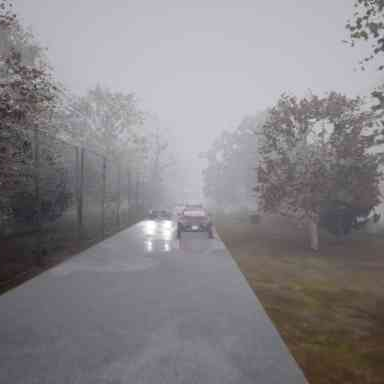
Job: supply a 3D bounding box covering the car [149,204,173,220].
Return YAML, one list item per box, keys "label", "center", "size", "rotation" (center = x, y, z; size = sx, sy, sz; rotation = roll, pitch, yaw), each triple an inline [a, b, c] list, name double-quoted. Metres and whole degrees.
- label: "car"
  center: [-2.759, 1.769, 30.359]
  size: [1.895, 1.301, 4.718]
  rotation: [0, -1, 0]

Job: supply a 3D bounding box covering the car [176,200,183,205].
- label: "car"
  center: [-2.344, 2.438, 70.797]
  size: [2.033, 1.411, 5.357]
  rotation: [0, -1, 1]

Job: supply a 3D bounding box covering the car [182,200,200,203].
- label: "car"
  center: [0.226, 1.758, 36.748]
  size: [1.882, 1.535, 5.008]
  rotation: [0, -1, 0]

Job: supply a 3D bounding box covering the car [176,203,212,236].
- label: "car"
  center: [0.139, 1.584, 18.562]
  size: [1.812, 1.442, 4.674]
  rotation: [0, 0, 0]
